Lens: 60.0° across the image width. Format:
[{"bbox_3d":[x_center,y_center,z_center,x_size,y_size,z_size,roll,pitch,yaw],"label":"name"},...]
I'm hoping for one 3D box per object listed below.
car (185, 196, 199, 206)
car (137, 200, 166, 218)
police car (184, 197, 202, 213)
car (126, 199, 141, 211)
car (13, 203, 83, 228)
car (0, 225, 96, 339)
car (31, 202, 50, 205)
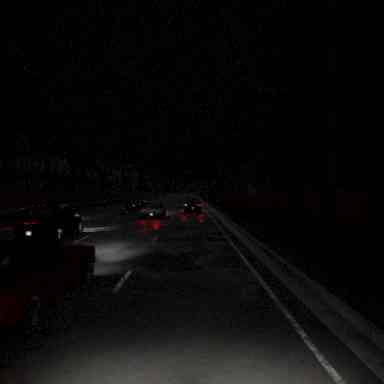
[{"bbox_3d":[0.006,1.505,55.114,2.163,1.488,4.792,0,0,0],"label":"car"},{"bbox_3d":[-3.409,1.601,30.167,1.895,1.301,4.718,0,0,0],"label":"car"},{"bbox_3d":[0.090,1.509,36.589,2.038,1.542,4.974,0,0,0],"label":"police car"},{"bbox_3d":[-6.910,1.564,41.465,1.994,1.385,4.181,0,0,0],"label":"car"},{"bbox_3d":[-6.905,1.505,16.489,1.837,1.490,4.892,0,0,0],"label":"car"},{"bbox_3d":[-3.402,1.601,6.597,1.895,1.301,4.718,0,0,0],"label":"car"},{"bbox_3d":[-10.407,1.478,23.845,1.882,1.535,5.008,0,0,0],"label":"car"}]
